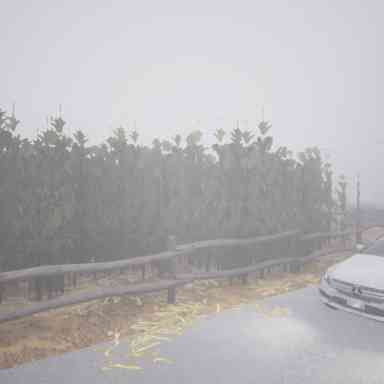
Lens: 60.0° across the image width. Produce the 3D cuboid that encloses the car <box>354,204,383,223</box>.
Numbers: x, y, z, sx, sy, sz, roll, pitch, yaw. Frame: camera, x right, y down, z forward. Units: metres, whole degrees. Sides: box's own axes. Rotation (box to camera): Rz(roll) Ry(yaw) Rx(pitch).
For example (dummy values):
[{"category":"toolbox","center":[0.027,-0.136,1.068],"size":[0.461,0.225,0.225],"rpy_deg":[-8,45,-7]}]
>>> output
[{"category":"car","center":[12.834,1.564,23.084],"size":[1.994,1.385,4.181],"rpy_deg":[0,0,-32]}]

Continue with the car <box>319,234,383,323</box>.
[{"category":"car","center":[4.529,1.525,6.646],"size":[4.674,1.442,1.812],"rpy_deg":[0,0,-35]}]
